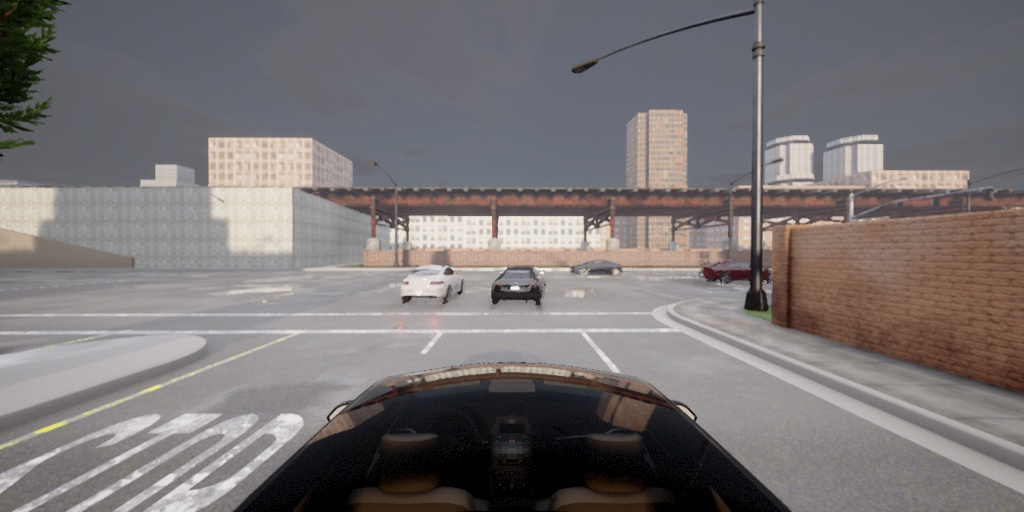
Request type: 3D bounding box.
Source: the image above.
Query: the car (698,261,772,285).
[{"bbox_3d":[14.318,1.009,22.668,4.674,1.442,1.812,0,1,1],"label":"car"}]

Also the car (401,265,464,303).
[{"bbox_3d":[-3.295,1.101,15.364,1.812,1.442,4.674,0,1,2],"label":"car"}]

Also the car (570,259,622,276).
[{"bbox_3d":[7.008,0.955,29.870,4.181,1.385,1.994,0,1,1],"label":"car"}]

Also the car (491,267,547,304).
[{"bbox_3d":[0.400,1.141,15.315,1.994,1.385,4.181,0,1,8],"label":"car"}]
